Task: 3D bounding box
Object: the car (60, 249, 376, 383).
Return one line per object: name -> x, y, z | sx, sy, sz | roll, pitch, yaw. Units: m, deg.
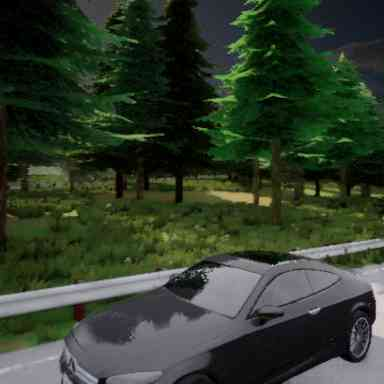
car -> 0.726, 1.584, 4.487 | 4.674, 1.442, 1.812 | 1, -1, -36
